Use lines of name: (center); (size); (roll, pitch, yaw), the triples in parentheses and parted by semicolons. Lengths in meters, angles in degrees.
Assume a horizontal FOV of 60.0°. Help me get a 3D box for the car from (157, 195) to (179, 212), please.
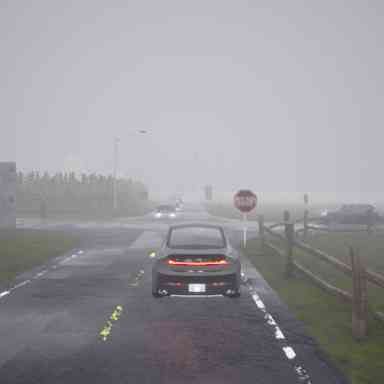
car: (-2.917, 1.484, 38.769); (1.882, 1.535, 5.008); (0, 0, 0)

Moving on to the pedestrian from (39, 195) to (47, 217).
pedestrian: (-12.218, 1.141, 27.267); (0.375, 1.860, 0.375); (0, -2, 0)

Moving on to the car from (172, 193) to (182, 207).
car: (-2.928, 1.361, 49.054); (2.097, 1.767, 4.553); (0, 0, 0)

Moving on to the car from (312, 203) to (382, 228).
car: (11.222, 1.595, 24.351); (4.553, 1.767, 2.097); (1, -1, 0)

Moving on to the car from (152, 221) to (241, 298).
car: (0.087, 1.506, 8.505); (1.837, 1.490, 4.892); (0, 0, 0)
